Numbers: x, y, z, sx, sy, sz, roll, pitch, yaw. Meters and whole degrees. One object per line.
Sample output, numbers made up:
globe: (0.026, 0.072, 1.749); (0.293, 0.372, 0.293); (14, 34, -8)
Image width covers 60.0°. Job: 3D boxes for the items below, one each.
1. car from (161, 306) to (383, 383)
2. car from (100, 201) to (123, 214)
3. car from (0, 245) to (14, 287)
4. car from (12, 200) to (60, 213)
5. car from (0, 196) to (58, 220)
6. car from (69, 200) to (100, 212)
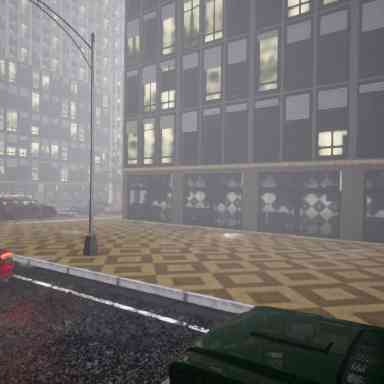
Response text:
car: (2.056, 1.601, 2.220); (4.718, 1.301, 1.895); (0, 0, 35)
car: (-8.034, 1.830, 39.135); (1.752, 1.417, 4.829); (1, 0, 36)
car: (-6.057, 1.521, 7.965); (4.674, 1.442, 1.812); (0, 0, 35)
car: (-18.330, 1.643, 39.271); (1.752, 1.417, 4.829); (1, 0, 36)
car: (-14.808, 1.519, 29.906); (2.192, 1.841, 5.009); (1, 0, 36)
car: (-12.836, 1.757, 42.364); (2.033, 1.411, 5.357); (1, 0, 36)
